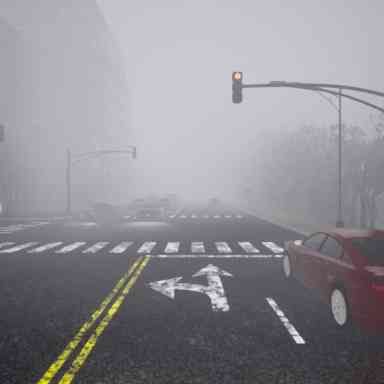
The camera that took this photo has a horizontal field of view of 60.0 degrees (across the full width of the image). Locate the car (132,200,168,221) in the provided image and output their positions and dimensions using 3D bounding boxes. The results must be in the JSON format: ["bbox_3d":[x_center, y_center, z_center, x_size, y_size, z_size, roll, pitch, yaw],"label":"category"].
[{"bbox_3d":[-3.359,1.590,27.196,1.994,1.385,4.181,0,0,0],"label":"car"}]

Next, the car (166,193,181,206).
[{"bbox_3d":[-3.348,1.226,54.763,2.150,2.045,5.566,0,1,0],"label":"car"}]

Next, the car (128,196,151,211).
[{"bbox_3d":[-6.606,1.531,41.413,1.812,1.442,4.674,0,0,0],"label":"car"}]

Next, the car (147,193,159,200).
[{"bbox_3d":[-6.594,1.237,56.065,2.150,2.045,5.566,0,0,0],"label":"car"}]

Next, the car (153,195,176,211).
[{"bbox_3d":[-3.353,1.512,40.935,1.837,1.490,4.892,0,0,0],"label":"car"}]

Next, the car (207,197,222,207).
[{"bbox_3d":[3.345,1.536,50.137,1.812,1.442,4.674,0,0,0],"label":"car"}]

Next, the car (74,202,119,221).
[{"bbox_3d":[-7.879,1.566,28.057,1.812,1.442,4.674,0,1,19],"label":"car"}]

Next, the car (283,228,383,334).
[{"bbox_3d":[3.349,1.477,6.908,1.882,1.535,5.008,0,0,0],"label":"car"}]
